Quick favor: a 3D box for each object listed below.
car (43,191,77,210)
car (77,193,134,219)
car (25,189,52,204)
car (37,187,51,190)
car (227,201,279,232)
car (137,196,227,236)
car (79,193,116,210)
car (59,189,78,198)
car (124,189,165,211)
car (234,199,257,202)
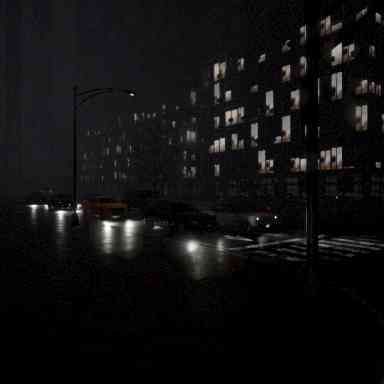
[{"bbox_3d":[-12.828,0.898,32.755,1.837,1.490,4.892,0,1,-38],"label":"car"},{"bbox_3d":[-6.551,1.058,24.742,1.882,1.535,5.008,0,1,-38],"label":"car"},{"bbox_3d":[-19.193,0.707,40.968,1.837,1.490,4.892,0,1,-37],"label":"car"},{"bbox_3d":[-28.548,-0.025,63.726,2.150,2.045,5.566,0,1,-38],"label":"car"},{"bbox_3d":[2.464,1.368,18.554,1.895,1.301,4.718,0,1,-39],"label":"car"},{"bbox_3d":[-0.704,1.231,17.297,1.882,1.535,5.008,0,1,-37],"label":"car"},{"bbox_3d":[-9.737,0.883,34.087,1.882,1.535,5.008,0,1,-38],"label":"car"},{"bbox_3d":[-23.166,0.315,62.117,1.882,1.535,5.008,0,1,-38],"label":"car"},{"bbox_3d":[-3.569,0.810,26.206,2.150,2.045,5.566,0,1,-38],"label":"car"},{"bbox_3d":[4.042,1.253,27.260,1.895,1.301,4.718,0,1,-37],"label":"car"}]
